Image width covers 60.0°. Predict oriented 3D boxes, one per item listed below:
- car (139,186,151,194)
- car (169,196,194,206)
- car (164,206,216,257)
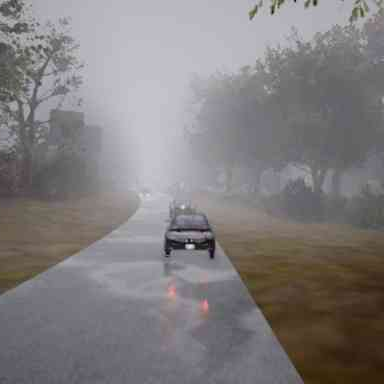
[{"bbox_3d":[-9.212,-0.428,64.508,1.837,1.490,4.892,2,2,-12],"label":"car"},{"bbox_3d":[-0.885,1.193,28.428,2.097,1.767,4.553,1,2,-4],"label":"car"},{"bbox_3d":[-0.110,1.577,13.496,2.128,1.511,4.902,1,1,-1],"label":"car"}]
